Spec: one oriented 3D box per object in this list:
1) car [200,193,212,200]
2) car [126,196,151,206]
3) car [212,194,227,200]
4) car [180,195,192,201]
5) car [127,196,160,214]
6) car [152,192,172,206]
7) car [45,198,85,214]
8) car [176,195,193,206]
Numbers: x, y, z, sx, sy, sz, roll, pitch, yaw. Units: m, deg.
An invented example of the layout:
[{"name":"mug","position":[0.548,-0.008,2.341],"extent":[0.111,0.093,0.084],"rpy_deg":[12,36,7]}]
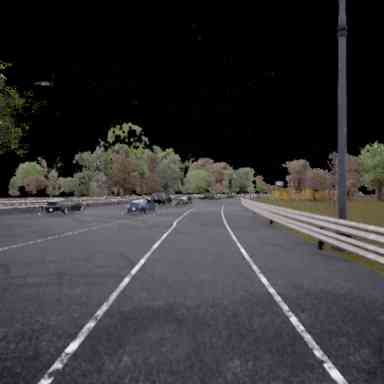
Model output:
[{"name":"car","position":[4.687,1.177,91.886],"extent":[2.150,2.045,5.566],"rpy_deg":[0,0,15]},{"name":"car","position":[-8.288,1.412,52.129],"extent":[2.033,1.411,5.357],"rpy_deg":[0,0,12]},{"name":"car","position":[7.226,1.536,87.776],"extent":[1.895,1.301,4.718],"rpy_deg":[0,0,15]},{"name":"car","position":[-1.355,1.455,82.452],"extent":[1.812,1.442,4.674],"rpy_deg":[0,0,14]},{"name":"car","position":[-4.931,1.352,32.795],"extent":[1.812,1.442,4.674],"rpy_deg":[0,0,10]},{"name":"car","position":[-4.728,1.086,52.091],"extent":[2.150,2.045,5.566],"rpy_deg":[0,0,12]},{"name":"car","position":[-12.177,1.330,32.124],"extent":[1.837,1.490,4.892],"rpy_deg":[0,0,10]},{"name":"car","position":[-1.160,1.390,51.968],"extent":[1.812,1.442,4.674],"rpy_deg":[0,0,12]}]
